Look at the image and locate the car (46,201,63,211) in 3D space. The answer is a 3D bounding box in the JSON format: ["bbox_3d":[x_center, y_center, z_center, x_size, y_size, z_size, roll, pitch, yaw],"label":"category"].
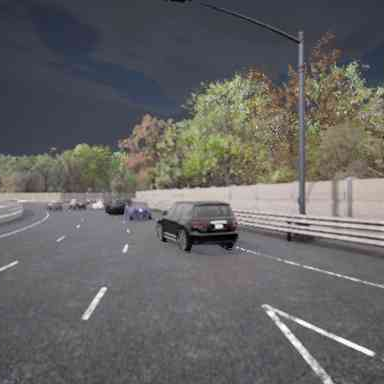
[{"bbox_3d":[-21.957,2.176,53.057,2.128,1.511,4.902,0,-1,-33],"label":"car"}]

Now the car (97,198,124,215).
[{"bbox_3d":[-8.641,1.741,40.014,1.442,1.812,4.674,-24,-12,28],"label":"car"}]

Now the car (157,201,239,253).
[{"bbox_3d":[0.058,1.405,14.979,2.150,2.045,5.566,0,0,-21],"label":"car"}]

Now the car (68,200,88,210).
[{"bbox_3d":[-18.937,2.052,54.830,2.097,1.767,4.553,0,-1,-33],"label":"car"}]

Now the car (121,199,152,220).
[{"bbox_3d":[-5.372,1.758,32.687,2.097,1.767,4.553,0,-1,-18],"label":"car"}]

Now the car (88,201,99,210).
[{"bbox_3d":[-15.332,2.229,55.730,1.812,1.442,4.674,0,-1,-34],"label":"car"}]

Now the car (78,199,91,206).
[{"bbox_3d":[-26.434,2.581,81.902,2.033,1.411,5.357,0,-1,-7],"label":"car"}]
